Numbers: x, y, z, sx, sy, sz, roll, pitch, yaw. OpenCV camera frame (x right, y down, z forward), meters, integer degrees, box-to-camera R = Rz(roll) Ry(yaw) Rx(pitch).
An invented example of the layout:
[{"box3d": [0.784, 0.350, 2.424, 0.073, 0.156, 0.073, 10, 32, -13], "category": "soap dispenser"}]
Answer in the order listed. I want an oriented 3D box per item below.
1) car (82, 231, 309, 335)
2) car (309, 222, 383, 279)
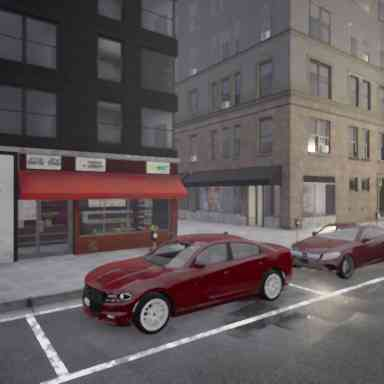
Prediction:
[{"box3d": [0.120, 1.541, 6.723, 4.507, 1.381, 1.887, 0, 0, -35], "category": "car"}, {"box3d": [4.645, 1.568, 9.938, 4.206, 1.307, 1.802, 0, 0, -35], "category": "car"}]
